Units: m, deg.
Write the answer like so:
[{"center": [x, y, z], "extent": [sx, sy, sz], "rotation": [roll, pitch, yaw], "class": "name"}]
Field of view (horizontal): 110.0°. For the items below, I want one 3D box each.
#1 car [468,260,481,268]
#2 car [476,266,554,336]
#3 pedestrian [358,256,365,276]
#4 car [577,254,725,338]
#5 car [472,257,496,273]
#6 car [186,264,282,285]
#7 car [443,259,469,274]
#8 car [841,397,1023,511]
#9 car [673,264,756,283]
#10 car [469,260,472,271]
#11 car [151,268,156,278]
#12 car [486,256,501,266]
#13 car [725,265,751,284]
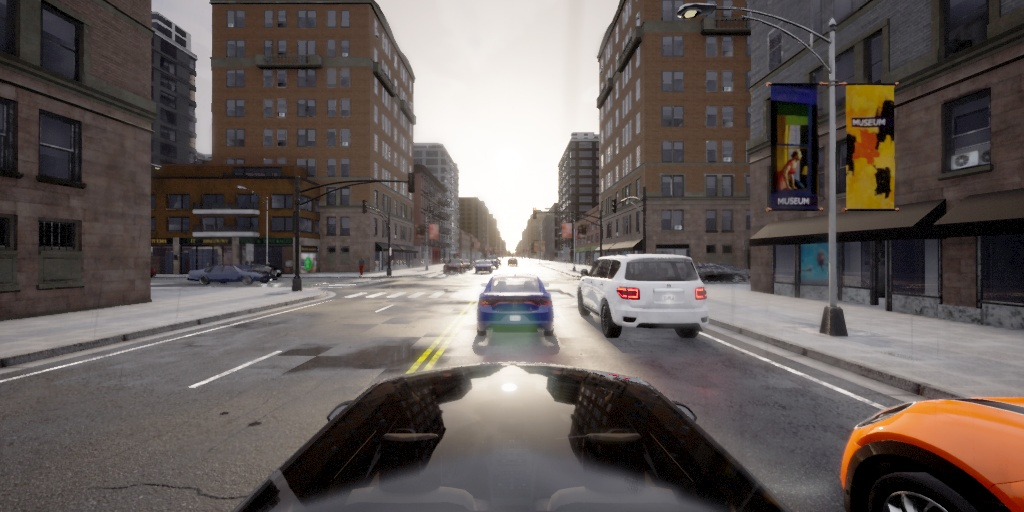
[{"center": [-6.508, 1.343, 62.679], "extent": [1.895, 1.301, 4.718], "rotation": [0, 0, 0], "class": "car"}, {"center": [0.090, 1.228, 10.436], "extent": [1.882, 1.535, 5.008], "rotation": [0, 0, 0], "class": "car"}, {"center": [-14.110, 0.920, 33.569], "extent": [0.375, 1.860, 0.375], "rotation": [0, 0, 0], "class": "pedestrian"}, {"center": [3.341, 0.972, 10.295], "extent": [2.150, 2.045, 5.566], "rotation": [0, 0, 0], "class": "car"}, {"center": [-3.309, 1.226, 43.047], "extent": [1.882, 1.535, 5.008], "rotation": [0, 0, 0], "class": "car"}, {"center": [-19.624, 1.291, 25.241], "extent": [5.357, 1.411, 2.033], "rotation": [0, 0, 0], "class": "car"}, {"center": [-6.559, 1.101, 41.311], "extent": [2.097, 1.767, 4.553], "rotation": [0, 0, 0], "class": "car"}, {"center": [3.343, 1.102, 0.585], "extent": [2.097, 1.767, 4.553], "rotation": [0, 0, 0], "class": "car"}, {"center": [15.868, 1.338, 28.322], "extent": [5.357, 1.411, 2.033], "rotation": [0, 0, 0], "class": "car"}, {"center": [-6.546, 1.252, 50.363], "extent": [1.837, 1.490, 4.892], "rotation": [0, 0, 1], "class": "car"}, {"center": [-33.118, 1.343, 30.809], "extent": [4.207, 1.307, 1.802], "rotation": [0, 0, 0], "class": "car"}, {"center": [-3.279, 0.968, 57.583], "extent": [2.150, 2.045, 5.566], "rotation": [0, 0, 0], "class": "car"}, {"center": [14.006, 1.267, 25.457], "extent": [4.902, 1.511, 2.128], "rotation": [0, 0, 1], "class": "car"}]
